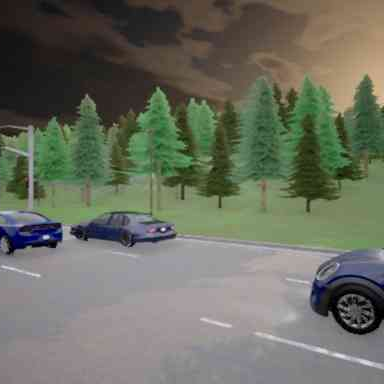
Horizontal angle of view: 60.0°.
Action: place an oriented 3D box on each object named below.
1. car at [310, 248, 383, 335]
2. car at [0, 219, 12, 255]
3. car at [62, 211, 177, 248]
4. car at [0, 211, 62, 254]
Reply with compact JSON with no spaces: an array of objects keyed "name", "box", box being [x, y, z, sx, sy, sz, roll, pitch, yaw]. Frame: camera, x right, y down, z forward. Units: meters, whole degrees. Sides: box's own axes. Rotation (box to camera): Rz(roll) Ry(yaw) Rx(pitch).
[{"name":"car","box":[4.297,1.351,5.218,4.553,1.767,2.097,0,0,36]},{"name":"car","box":[-7.150,1.517,9.089,4.892,1.490,1.837,0,0,36]},{"name":"car","box":[-3.196,1.560,14.870,5.357,1.411,2.033,0,0,36]},{"name":"car","box":[-7.304,1.493,13.500,5.008,1.535,1.882,0,0,36]}]
